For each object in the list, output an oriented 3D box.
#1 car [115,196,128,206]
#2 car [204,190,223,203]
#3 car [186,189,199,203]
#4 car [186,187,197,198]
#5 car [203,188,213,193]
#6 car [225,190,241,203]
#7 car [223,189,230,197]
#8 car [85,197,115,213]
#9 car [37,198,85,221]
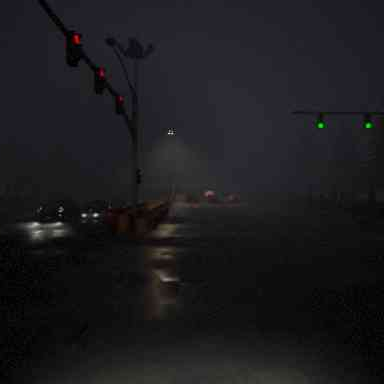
[{"bbox_3d":[-10.602,1.297,48.634,1.812,1.442,4.674,0,2,0],"label":"car"},{"bbox_3d":[3.524,0.917,55.627,2.128,1.511,4.902,0,4,0],"label":"car"},{"bbox_3d":[0.025,0.766,55.778,2.097,1.767,4.553,0,4,0],"label":"car"},{"bbox_3d":[-0.125,0.070,65.830,2.128,1.511,4.902,0,6,0],"label":"car"},{"bbox_3d":[3.376,-0.053,65.654,2.097,1.767,4.553,0,6,0],"label":"car"},{"bbox_3d":[7.025,0.961,55.486,1.812,1.442,4.674,0,4,0],"label":"car"},{"bbox_3d":[6.875,0.121,65.683,1.812,1.442,4.674,0,6,0],"label":"car"},{"bbox_3d":[-10.591,1.497,37.350,2.033,1.411,5.357,0,0,0],"label":"car"},{"bbox_3d":[-10.585,1.316,26.719,2.097,1.767,4.553,0,0,0],"label":"car"}]
